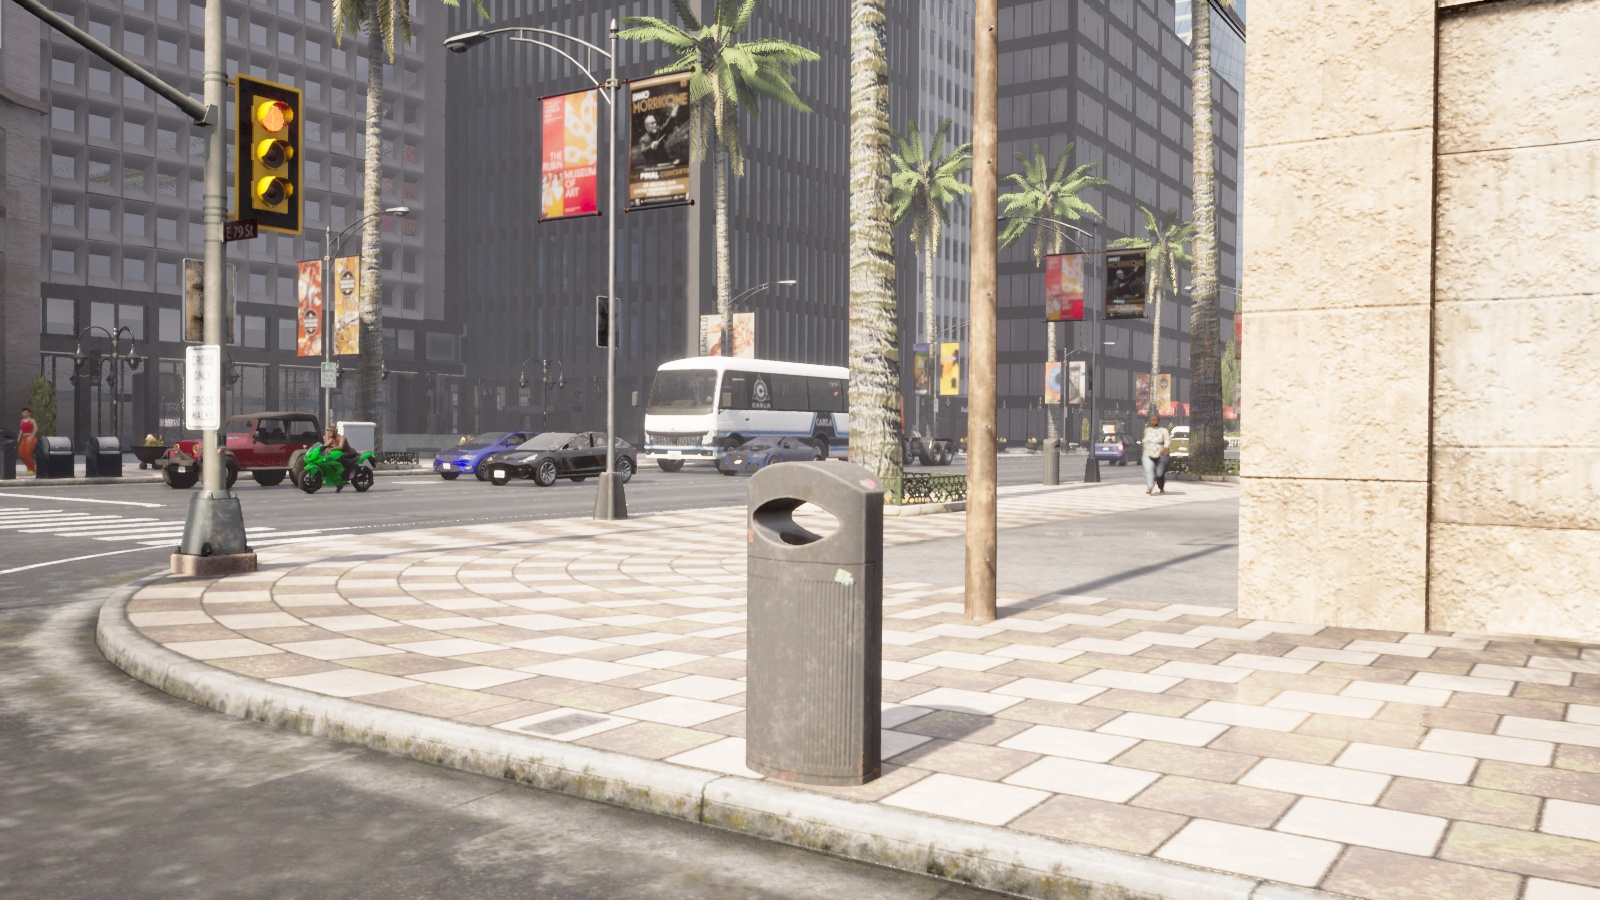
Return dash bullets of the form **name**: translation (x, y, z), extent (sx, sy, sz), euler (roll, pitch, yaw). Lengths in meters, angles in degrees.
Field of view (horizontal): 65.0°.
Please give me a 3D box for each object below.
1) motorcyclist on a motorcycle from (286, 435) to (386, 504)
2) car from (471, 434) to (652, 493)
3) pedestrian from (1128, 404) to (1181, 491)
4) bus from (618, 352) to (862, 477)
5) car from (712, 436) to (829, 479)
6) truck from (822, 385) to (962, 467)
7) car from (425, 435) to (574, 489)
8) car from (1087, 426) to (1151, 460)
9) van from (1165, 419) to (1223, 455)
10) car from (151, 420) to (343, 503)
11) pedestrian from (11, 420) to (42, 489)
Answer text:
- **motorcyclist on a motorcycle**: translation (-10.567, 0.418, 28.681), extent (0.797, 1.523, 2.044), euler (0, 1, 34)
- **car**: translation (-6.506, 0.315, 34.783), extent (2.163, 1.488, 4.792), euler (0, 1, 33)
- **pedestrian**: translation (7.815, -0.060, 27.655), extent (0.874, 1.855, 0.900), euler (0, 1, 33)
- **bus**: translation (-1.975, -1.281, 47.871), extent (3.944, 4.253, 10.273), euler (0, 1, 34)
- **car**: translation (-0.953, 0.215, 43.117), extent (1.994, 1.385, 4.181), euler (0, 1, 33)
- **truck**: translation (4.364, -1.074, 57.412), extent (2.891, 3.462, 7.936), euler (0, 1, 33)
- **car**: translation (-8.902, 0.314, 37.493), extent (1.816, 1.474, 4.193), euler (0, 1, 34)
- **car**: translation (15.814, -0.362, 62.170), extent (1.851, 1.617, 3.988), euler (0, 1, 33)
- **van**: translation (22.967, -0.752, 73.163), extent (2.069, 2.038, 4.480), euler (0, 1, 33)
- **car**: translation (-13.428, 0.230, 30.680), extent (1.905, 1.878, 3.866), euler (0, 1, 34)
- **pedestrian**: translation (-20.599, 0.118, 33.460), extent (0.345, 1.836, 0.594), euler (0, 1, 18)
